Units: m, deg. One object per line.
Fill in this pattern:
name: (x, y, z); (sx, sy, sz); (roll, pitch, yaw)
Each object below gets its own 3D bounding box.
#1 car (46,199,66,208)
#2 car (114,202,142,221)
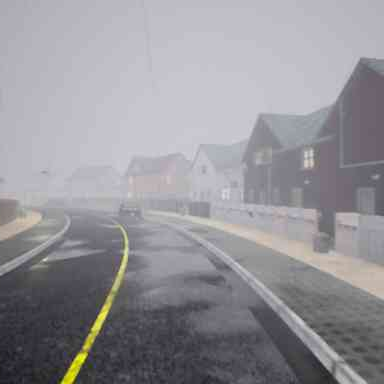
car: (-22.196, 1.832, 54.242); (1.994, 1.385, 4.181); (1, -1, -43)
car: (-5.582, 1.593, 28.689); (2.128, 1.511, 4.902); (0, 0, -21)
